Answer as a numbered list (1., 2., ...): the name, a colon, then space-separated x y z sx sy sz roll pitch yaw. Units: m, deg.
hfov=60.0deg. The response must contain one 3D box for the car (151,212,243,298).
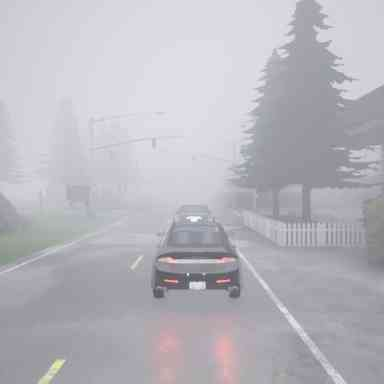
1. car: 0.097 1.488 8.477 2.128 1.511 4.902 0 0 0

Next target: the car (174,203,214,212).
1. car: 0.094 1.345 17.631 2.097 1.767 4.553 0 0 0
